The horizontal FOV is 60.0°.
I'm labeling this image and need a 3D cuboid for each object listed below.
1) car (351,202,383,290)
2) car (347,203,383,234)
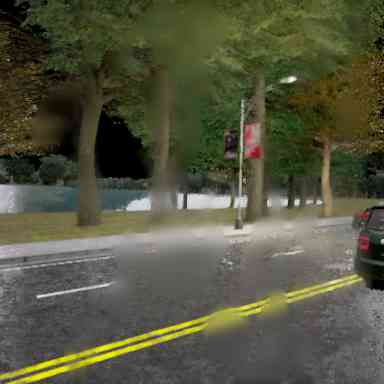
[{"bbox_3d":[6.060,1.210,7.811,5.566,2.045,2.150,0,0,-36],"label":"car"},{"bbox_3d":[11.579,1.472,20.050,5.008,1.535,1.882,0,0,-36],"label":"car"}]
